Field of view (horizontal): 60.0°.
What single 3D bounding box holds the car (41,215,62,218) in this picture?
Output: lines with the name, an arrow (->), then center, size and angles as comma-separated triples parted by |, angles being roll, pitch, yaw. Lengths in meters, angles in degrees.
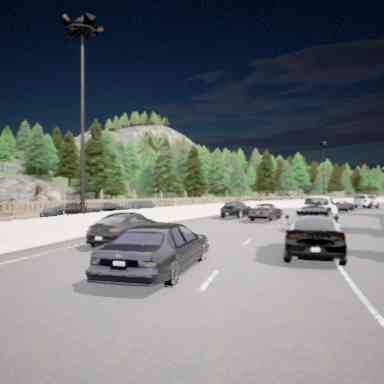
car -> -11.838, 1.759, 30.987 | 1.837, 1.490, 4.892 | -1, 0, 25

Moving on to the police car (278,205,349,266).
police car -> 4.364, 1.482, 12.121 | 1.930, 1.638, 5.238 | 0, 0, 18

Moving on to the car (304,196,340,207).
car -> 9.586, 1.336, 24.894 | 2.150, 2.045, 5.566 | 0, 0, 27

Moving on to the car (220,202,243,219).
car -> 4.250, 1.685, 31.502 | 1.837, 1.490, 4.892 | -1, -1, 29

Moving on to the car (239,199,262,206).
car -> 11.356, 1.953, 64.027 | 4.718, 1.301, 1.895 | 0, -1, -44

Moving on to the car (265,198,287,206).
car -> 16.174, 1.929, 63.762 | 4.718, 1.301, 1.895 | 0, 0, -43

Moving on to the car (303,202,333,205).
car -> 7.370, 1.598, 20.145 | 1.837, 1.490, 4.892 | 0, 0, 23

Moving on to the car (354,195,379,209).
car -> 25.542, 1.408, 48.801 | 5.566, 2.045, 2.150 | 0, -1, -43

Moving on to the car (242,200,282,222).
car -> 6.267, 1.695, 28.014 | 2.033, 1.411, 5.357 | 0, 0, 28

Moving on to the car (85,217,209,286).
car -> -0.921, 1.614, 9.672 | 2.033, 1.411, 5.357 | 0, 0, 15

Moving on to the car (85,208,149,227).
car -> -2.903, 1.636, 15.020 | 1.812, 1.442, 4.674 | 0, 0, 18

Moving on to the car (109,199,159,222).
car -> -4.972, 1.562, 29.172 | 2.097, 1.767, 4.553 | 0, 0, 26

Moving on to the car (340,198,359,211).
car -> 18.676, 1.735, 41.017 | 1.994, 1.385, 4.181 | -1, 0, 40
